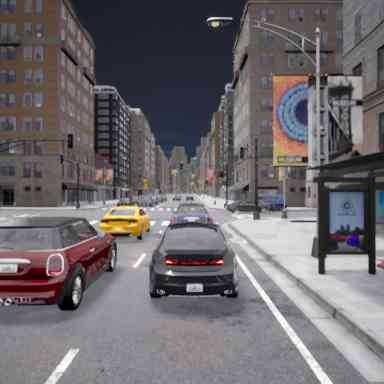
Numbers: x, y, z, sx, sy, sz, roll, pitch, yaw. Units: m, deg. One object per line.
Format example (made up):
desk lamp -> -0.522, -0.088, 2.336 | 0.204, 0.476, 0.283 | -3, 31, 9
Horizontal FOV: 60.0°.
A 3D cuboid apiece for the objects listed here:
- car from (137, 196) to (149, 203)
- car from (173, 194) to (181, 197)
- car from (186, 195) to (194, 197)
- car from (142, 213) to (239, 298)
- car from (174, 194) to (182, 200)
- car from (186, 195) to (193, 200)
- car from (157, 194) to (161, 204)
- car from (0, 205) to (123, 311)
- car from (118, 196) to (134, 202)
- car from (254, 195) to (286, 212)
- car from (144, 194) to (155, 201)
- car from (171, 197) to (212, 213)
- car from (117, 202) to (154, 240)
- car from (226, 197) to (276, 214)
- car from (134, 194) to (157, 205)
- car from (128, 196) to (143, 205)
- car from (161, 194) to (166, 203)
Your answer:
car -> -10.227, 1.589, 70.230 | 1.895, 1.301, 4.718 | 0, 0, 0
car -> -3.804, 1.574, 82.001 | 1.895, 1.301, 4.718 | 0, 0, 0
car -> -0.551, 1.456, 81.575 | 1.882, 1.535, 5.008 | 0, 0, 0
car -> 0.024, 1.505, 8.498 | 1.837, 1.490, 4.892 | 0, 0, -1
car -> -3.870, 1.331, 91.973 | 2.128, 1.511, 4.902 | 0, 0, 0
car -> -0.620, 1.401, 92.024 | 1.895, 1.301, 4.718 | 0, 0, 0
car -> -6.986, 1.523, 58.911 | 1.812, 1.442, 4.674 | 0, 0, 0
car -> -3.220, 1.352, 7.927 | 2.097, 1.767, 4.553 | 0, 0, -1
car -> -10.197, 1.564, 51.362 | 1.994, 1.385, 4.181 | 0, 0, 0
car -> 8.135, 1.324, 39.000 | 5.566, 2.045, 2.150 | 0, -1, -1
car -> -10.295, 1.343, 80.544 | 2.097, 1.767, 4.553 | 0, 0, 0
car -> -0.033, 1.352, 17.433 | 2.097, 1.767, 4.553 | 0, 0, 0
car -> -3.280, 1.478, 17.055 | 1.882, 1.535, 5.008 | 0, 0, -1
car -> 6.042, 1.556, 35.525 | 4.892, 1.490, 1.837 | 0, -1, -5
car -> -6.940, 1.352, 50.335 | 2.097, 1.767, 4.553 | 0, 0, 0
car -> -10.230, 1.502, 60.182 | 1.837, 1.490, 4.892 | 0, 0, 0
car -> -6.968, 1.558, 68.919 | 1.994, 1.385, 4.181 | 0, 0, 0
